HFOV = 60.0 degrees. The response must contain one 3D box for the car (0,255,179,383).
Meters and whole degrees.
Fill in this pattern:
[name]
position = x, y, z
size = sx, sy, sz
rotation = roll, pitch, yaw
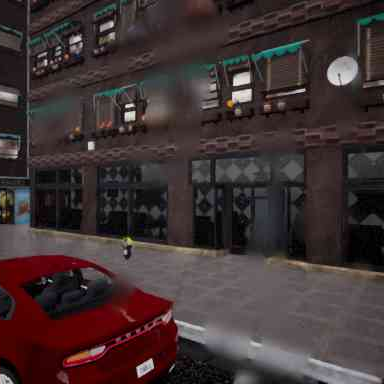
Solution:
[car]
position = -2.262, 1.544, 4.478
size = 4.507, 1.381, 1.887
rotation = 0, 0, 35
